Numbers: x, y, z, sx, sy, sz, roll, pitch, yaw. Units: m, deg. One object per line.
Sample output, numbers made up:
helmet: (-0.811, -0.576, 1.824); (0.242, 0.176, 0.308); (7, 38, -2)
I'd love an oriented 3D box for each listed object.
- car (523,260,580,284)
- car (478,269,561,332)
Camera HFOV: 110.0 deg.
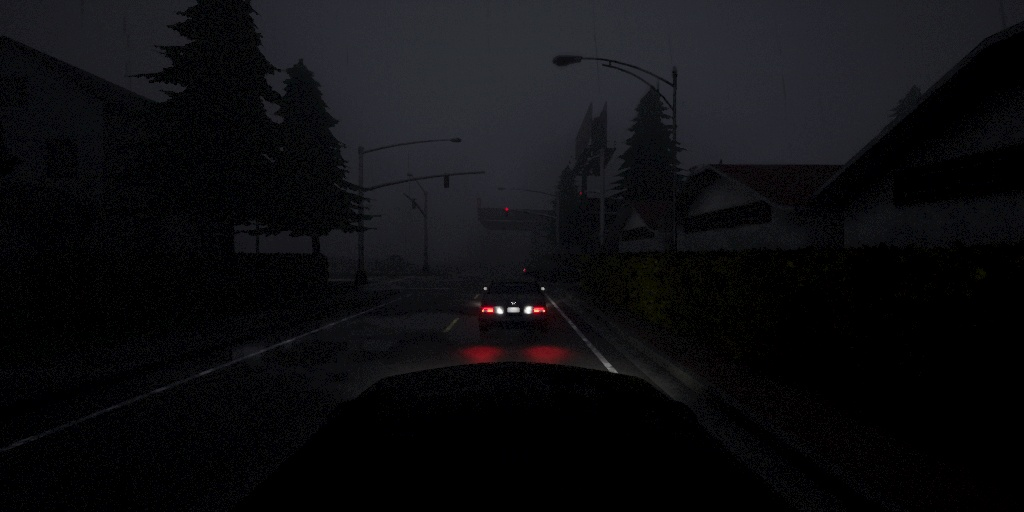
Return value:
car: (2.959, 1.078, 26.358); (4.553, 1.767, 2.097); (0, 0, 0)
car: (0.058, 1.297, 10.837); (2.033, 1.411, 5.357); (0, 0, 1)
